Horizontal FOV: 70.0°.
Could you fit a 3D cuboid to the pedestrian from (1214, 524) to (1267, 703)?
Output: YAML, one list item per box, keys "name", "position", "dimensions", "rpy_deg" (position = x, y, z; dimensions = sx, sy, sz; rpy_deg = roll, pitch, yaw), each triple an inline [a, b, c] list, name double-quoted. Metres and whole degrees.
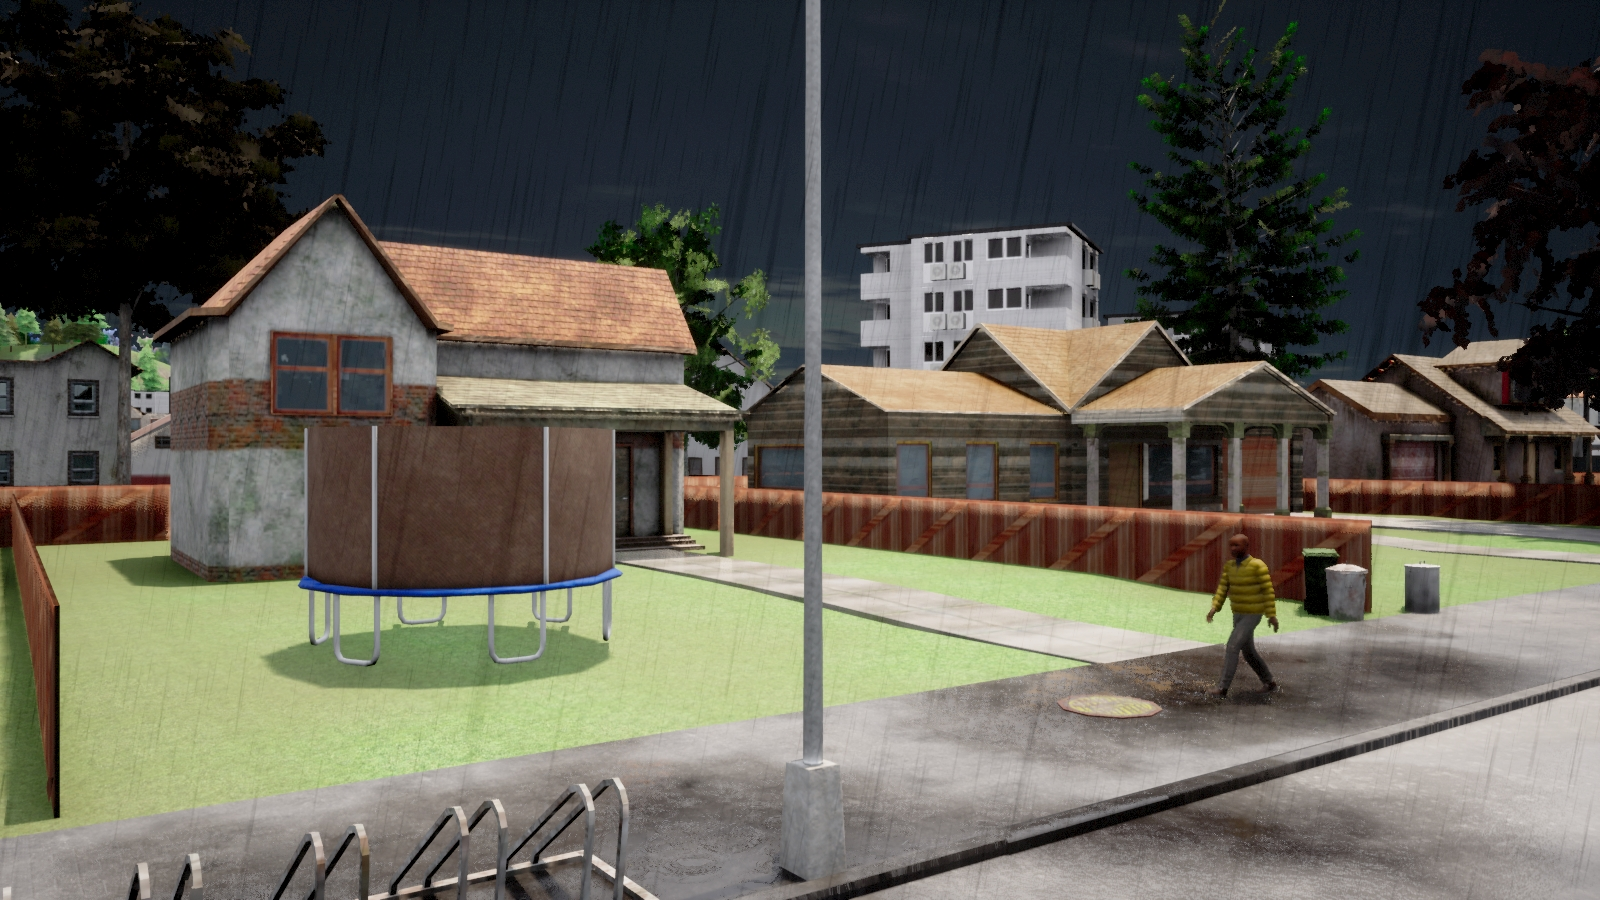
- name: "pedestrian"
  position: [4.751, 1.746, 12.330]
  dimensions: [0.375, 1.860, 0.375]
  rpy_deg: [0, 0, -23]
